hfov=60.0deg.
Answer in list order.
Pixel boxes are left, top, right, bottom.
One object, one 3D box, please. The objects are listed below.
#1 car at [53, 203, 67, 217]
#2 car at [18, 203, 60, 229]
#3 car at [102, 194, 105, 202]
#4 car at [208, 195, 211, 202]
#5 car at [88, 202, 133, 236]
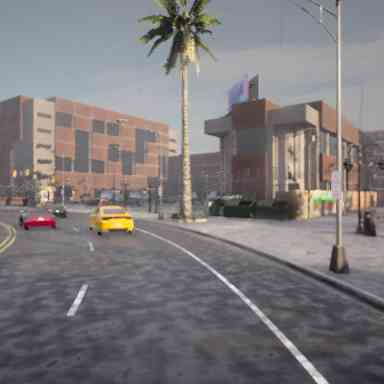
[{"bbox_3d":[-13.860,1.761,32.269,1.994,1.385,4.181,0,-1,-44],"label":"car"},{"bbox_3d":[-10.651,1.704,22.771,1.994,1.385,4.181,0,0,-32],"label":"car"},{"bbox_3d":[-16.490,1.605,58.370,4.553,1.767,2.185,0,0,37],"label":"car"},{"bbox_3d":[3.759,1.753,57.349,4.674,1.452,2.002,0,0,37],"label":"car"},{"bbox_3d":[-4.913,1.596,19.699,1.882,1.535,5.008,0,-1,-25],"label":"car"}]
